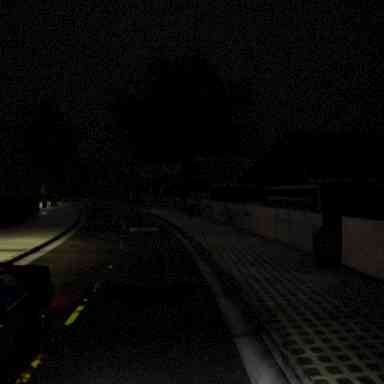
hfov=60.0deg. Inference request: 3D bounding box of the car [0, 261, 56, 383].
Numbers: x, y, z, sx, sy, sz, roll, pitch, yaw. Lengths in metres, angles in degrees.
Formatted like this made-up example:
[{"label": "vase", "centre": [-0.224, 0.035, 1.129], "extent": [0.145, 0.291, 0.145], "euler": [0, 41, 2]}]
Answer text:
[{"label": "car", "centre": [-2.949, 1.579, 3.585], "extent": [2.033, 1.411, 5.357], "euler": [0, 0, -9]}]
